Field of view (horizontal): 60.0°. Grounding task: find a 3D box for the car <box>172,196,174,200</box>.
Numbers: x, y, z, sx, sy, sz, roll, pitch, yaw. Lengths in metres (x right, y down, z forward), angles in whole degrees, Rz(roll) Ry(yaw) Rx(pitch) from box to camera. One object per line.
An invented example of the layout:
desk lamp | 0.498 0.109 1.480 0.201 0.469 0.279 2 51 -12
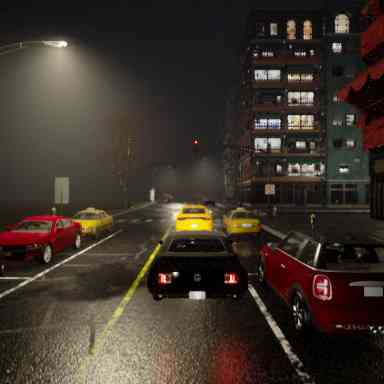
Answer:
car | -5.296 1.325 66.762 2.192 1.841 5.009 1 0 0

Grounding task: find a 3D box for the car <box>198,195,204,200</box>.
car | 2.585 1.542 95.720 1.752 1.417 4.829 1 0 0

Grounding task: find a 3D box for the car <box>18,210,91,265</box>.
car | -5.305 1.546 11.785 1.887 1.381 4.507 1 0 0

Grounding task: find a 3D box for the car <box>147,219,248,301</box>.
car | 0.102 1.602 8.300 1.895 1.301 4.718 0 0 0

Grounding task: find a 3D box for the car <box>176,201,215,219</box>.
car | 0.104 1.480 18.417 1.882 1.535 5.008 0 0 0

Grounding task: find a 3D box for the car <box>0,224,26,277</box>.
car | -5.306 1.551 6.249 2.008 1.369 4.403 1 0 0

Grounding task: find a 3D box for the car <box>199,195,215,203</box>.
car | 2.579 1.558 50.262 2.008 1.369 4.403 1 0 0

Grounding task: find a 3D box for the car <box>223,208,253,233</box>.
car | 2.576 1.527 17.917 1.752 1.417 4.829 1 0 0

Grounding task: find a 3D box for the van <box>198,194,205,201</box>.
van | 2.586 1.357 89.889 1.690 1.788 3.998 1 0 0

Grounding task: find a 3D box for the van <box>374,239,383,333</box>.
van | 2.576 1.341 1.113 1.690 1.788 3.998 1 0 0

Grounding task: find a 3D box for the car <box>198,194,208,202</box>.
car | 2.585 1.328 78.567 2.192 1.841 5.009 1 0 0

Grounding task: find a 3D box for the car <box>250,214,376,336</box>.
car | 2.576 1.441 6.658 1.967 1.590 4.097 1 0 0

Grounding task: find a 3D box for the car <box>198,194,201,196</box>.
car | 2.582 1.577 72.906 1.947 1.339 4.313 1 0 0

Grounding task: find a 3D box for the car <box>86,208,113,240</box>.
car | -5.304 1.527 17.151 1.752 1.417 4.829 1 0 0

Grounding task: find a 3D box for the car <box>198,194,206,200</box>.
car | 2.580 1.591 61.584 1.802 1.307 4.206 1 0 0

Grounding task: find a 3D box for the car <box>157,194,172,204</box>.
car | -5.298 1.449 61.108 1.967 1.590 4.097 1 0 0
